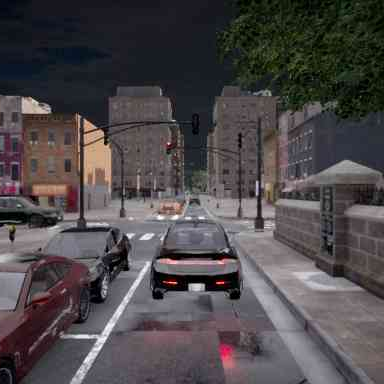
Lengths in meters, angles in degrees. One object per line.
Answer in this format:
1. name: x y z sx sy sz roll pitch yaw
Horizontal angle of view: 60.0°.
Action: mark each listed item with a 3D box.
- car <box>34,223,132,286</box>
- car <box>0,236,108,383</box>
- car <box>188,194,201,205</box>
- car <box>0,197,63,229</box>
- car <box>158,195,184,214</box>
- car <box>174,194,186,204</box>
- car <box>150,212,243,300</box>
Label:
1. car: -2.629 1.566 8.200 1.947 1.339 4.313 0 0 0
2. car: -2.632 1.582 4.538 1.802 1.307 4.206 0 0 0
3. car: 0.443 1.494 58.173 1.837 1.490 4.892 0 0 0
4. car: -11.201 1.327 21.129 5.566 2.045 2.150 -1 0 0
5. car: -2.287 1.346 34.776 2.097 1.767 4.553 0 0 1
6. car: -2.212 1.340 63.825 2.097 1.767 4.553 0 0 0
7. car: 0.093 1.492 8.379 2.128 1.511 4.902 0 0 0
